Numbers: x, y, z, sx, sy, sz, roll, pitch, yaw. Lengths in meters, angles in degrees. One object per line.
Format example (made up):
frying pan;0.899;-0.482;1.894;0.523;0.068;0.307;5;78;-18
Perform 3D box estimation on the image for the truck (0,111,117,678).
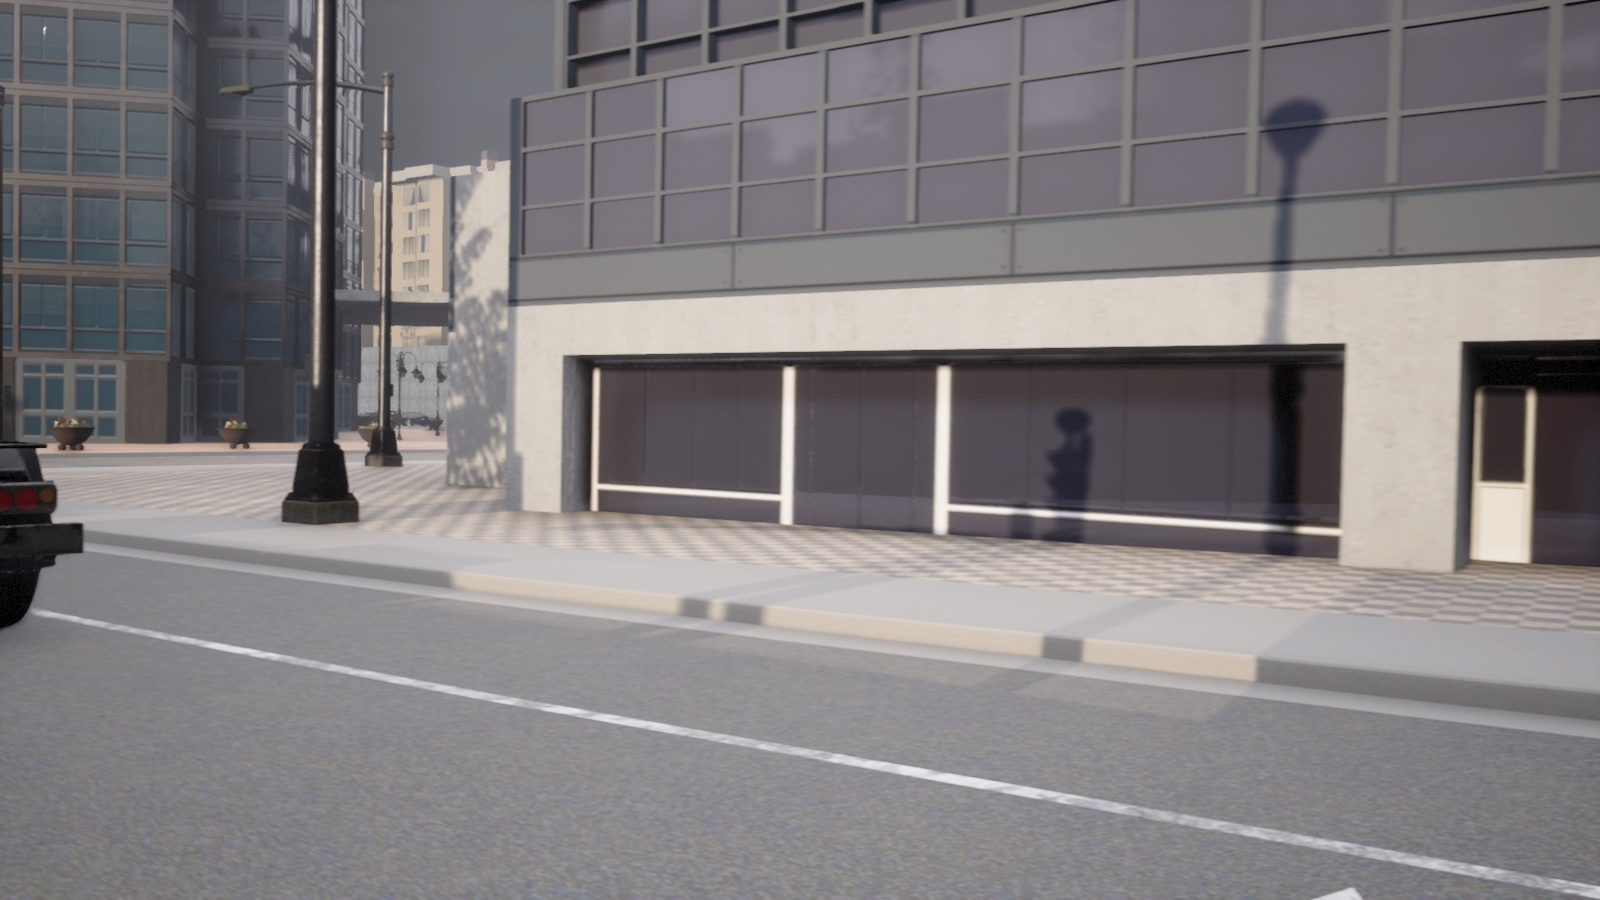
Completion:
truck;-8.594;-0.377;9.275;7.936;3.462;2.891;1;2;34
